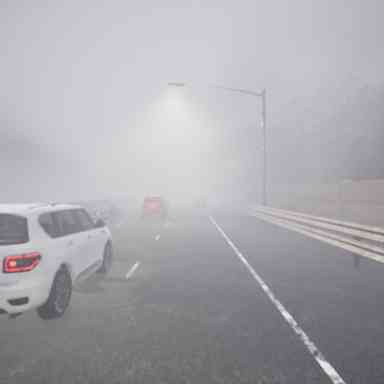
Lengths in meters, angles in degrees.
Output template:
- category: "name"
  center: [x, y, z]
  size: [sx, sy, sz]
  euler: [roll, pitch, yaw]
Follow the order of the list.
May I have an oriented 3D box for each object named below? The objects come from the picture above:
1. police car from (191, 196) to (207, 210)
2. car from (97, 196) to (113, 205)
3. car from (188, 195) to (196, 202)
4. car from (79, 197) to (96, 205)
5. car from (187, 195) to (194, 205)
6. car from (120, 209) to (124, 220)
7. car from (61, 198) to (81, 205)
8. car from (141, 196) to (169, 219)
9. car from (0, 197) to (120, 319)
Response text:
- category: "police car"
  center: [1.216, 1.669, 48.285]
  size: [1.930, 1.638, 5.238]
  euler: [0, 0, 0]
- category: "car"
  center: [-17.513, 1.710, 67.171]
  size: [2.097, 1.767, 4.553]
  euler: [0, 0, 0]
- category: "car"
  center: [-0.017, 1.661, 87.518]
  size: [2.097, 1.767, 4.553]
  euler: [0, 0, 0]
- category: "car"
  center: [-21.013, 1.855, 67.140]
  size: [1.837, 1.490, 4.892]
  euler: [0, 0, 0]
- category: "car"
  center: [-0.013, 1.890, 67.687]
  size: [2.033, 1.411, 5.357]
  euler: [0, 0, 0]
- category: "car"
  center: [-6.905, 1.674, 26.928]
  size: [2.033, 1.411, 5.357]
  euler: [0, 0, 0]
- category: "car"
  center: [-24.513, 1.889, 67.555]
  size: [2.033, 1.411, 5.357]
  euler: [0, 0, 0]
- category: "car"
  center: [-3.411, 1.370, 31.427]
  size: [2.150, 2.045, 5.566]
  euler: [0, 0, 0]
- category: "car"
  center: [-3.402, 1.257, 7.567]
  size: [2.150, 2.045, 5.566]
  euler: [0, 0, 0]
